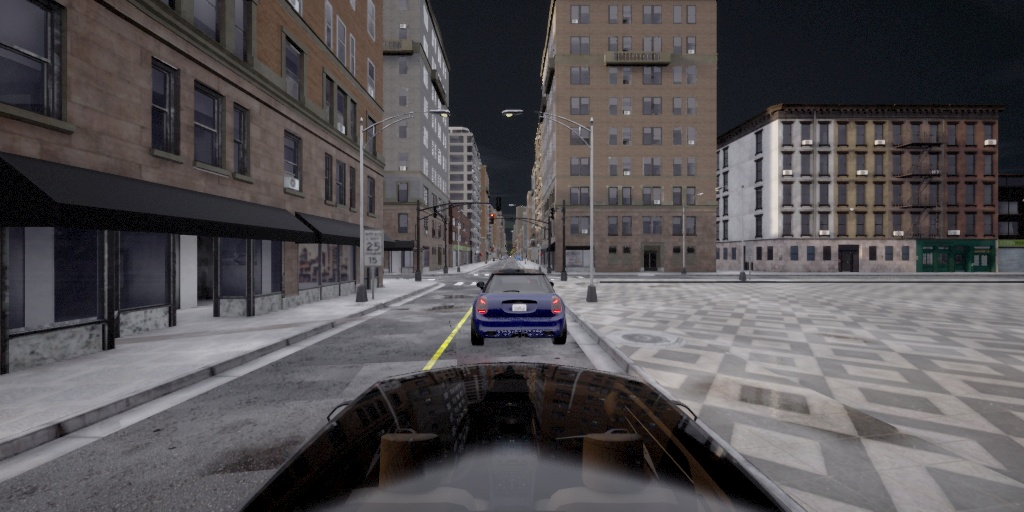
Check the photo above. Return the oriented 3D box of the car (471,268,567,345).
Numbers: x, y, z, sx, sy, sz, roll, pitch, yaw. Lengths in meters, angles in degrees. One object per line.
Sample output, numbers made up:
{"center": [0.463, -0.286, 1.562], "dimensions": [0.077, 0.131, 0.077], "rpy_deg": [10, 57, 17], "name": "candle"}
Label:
{"center": [0.102, 1.102, 9.640], "dimensions": [2.097, 1.767, 4.553], "rpy_deg": [0, 0, -1], "name": "car"}
